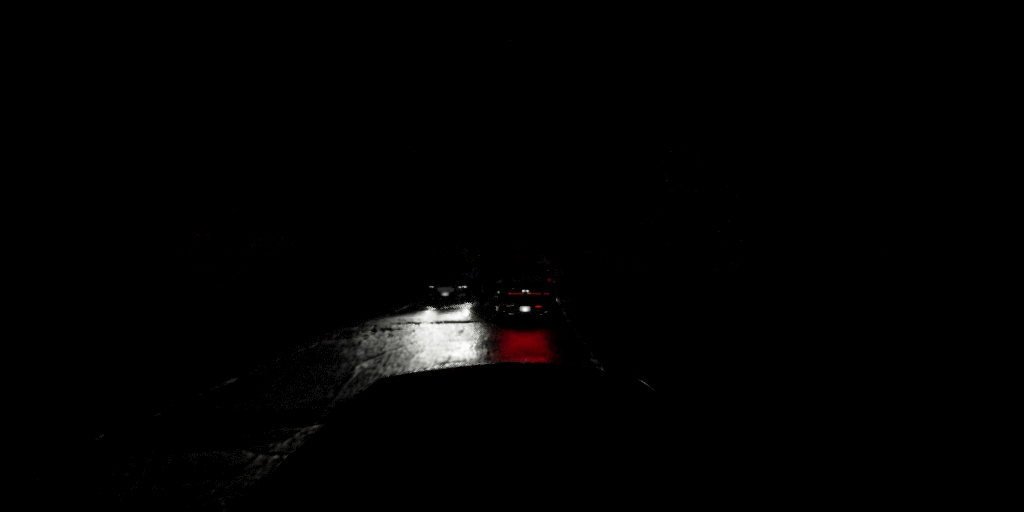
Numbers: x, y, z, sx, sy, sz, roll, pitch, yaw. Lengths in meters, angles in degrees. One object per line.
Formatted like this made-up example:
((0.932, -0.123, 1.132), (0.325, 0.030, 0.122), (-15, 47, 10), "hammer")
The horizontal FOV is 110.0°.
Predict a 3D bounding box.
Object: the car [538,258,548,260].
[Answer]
((4.885, 1.145, 57.298), (1.882, 1.535, 5.008), (0, 0, 16), "car")

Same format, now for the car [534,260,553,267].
((2.981, 1.321, 34.643), (1.895, 1.301, 4.718), (0, 0, 9), "car")

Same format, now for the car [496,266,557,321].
((0.506, 1.252, 12.595), (1.837, 1.490, 4.892), (0, 0, 3), "car")

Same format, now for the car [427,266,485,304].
((-2.436, 1.231, 16.466), (2.128, 1.511, 4.902), (0, 0, 4), "car")
